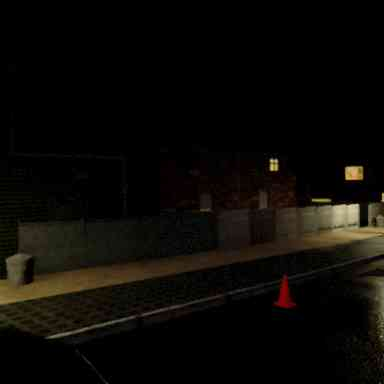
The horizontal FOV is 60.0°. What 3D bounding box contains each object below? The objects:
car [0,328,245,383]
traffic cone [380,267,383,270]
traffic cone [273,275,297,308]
[{"bbox_3d":[-1.665,1.607,1.418,4.718,1.301,1.895,0,0,-36],"label":"car"},{"bbox_3d":[5.766,1.972,9.744,0.340,0.580,0.340,0,0,-39],"label":"traffic cone"},{"bbox_3d":[1.877,1.969,6.695,0.340,0.580,0.340,0,0,-37],"label":"traffic cone"}]
